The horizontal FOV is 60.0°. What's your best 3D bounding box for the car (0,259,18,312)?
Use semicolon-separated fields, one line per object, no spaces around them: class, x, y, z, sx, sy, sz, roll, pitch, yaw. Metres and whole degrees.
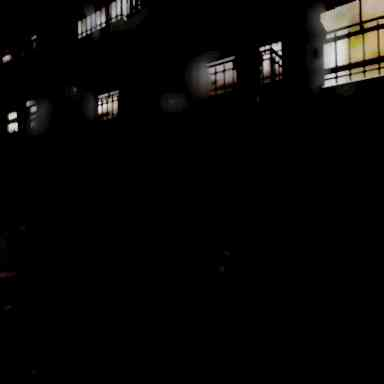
car;-5.126;1.535;6.413;4.507;1.381;1.887;0;-1;36
